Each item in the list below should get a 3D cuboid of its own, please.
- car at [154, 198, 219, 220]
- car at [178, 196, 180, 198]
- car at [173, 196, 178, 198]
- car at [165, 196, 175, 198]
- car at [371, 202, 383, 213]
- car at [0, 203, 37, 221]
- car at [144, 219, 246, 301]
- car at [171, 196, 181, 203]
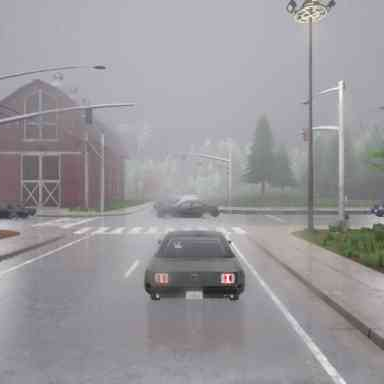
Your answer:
[{"bbox_3d":[-0.314,1.467,26.813,5.008,1.535,1.882,0,0,-1],"label":"car"},{"bbox_3d":[-3.563,1.505,62.206,1.837,1.490,4.892,0,0,0],"label":"car"},{"bbox_3d":[-3.593,1.505,52.134,1.837,1.490,4.892,0,0,0],"label":"car"},{"bbox_3d":[-3.599,1.564,42.112,1.994,1.385,4.181,0,0,0],"label":"car"},{"bbox_3d":[17.745,1.196,27.136,5.566,2.045,2.150,0,0,-1],"label":"car"},{"bbox_3d":[-15.160,1.570,26.539,4.718,1.301,1.895,0,0,-1],"label":"car"},{"bbox_3d":[0.066,1.601,8.300,1.895,1.301,4.718,0,0,0],"label":"car"},{"bbox_3d":[-3.501,1.590,72.514,1.895,1.301,4.718,0,0,0],"label":"car"}]
